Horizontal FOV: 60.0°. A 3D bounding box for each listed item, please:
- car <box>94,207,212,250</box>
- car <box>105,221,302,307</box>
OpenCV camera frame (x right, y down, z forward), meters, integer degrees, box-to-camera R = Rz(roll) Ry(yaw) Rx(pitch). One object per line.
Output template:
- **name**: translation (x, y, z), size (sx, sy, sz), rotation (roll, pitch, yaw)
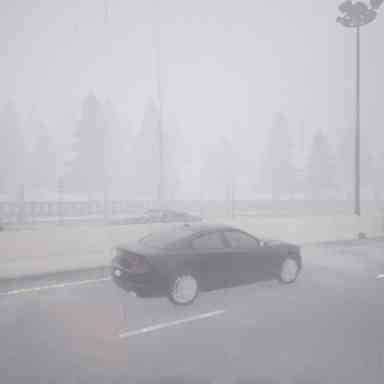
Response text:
- **car**: translation (-1.724, 1.540, 15.192), size (4.902, 1.511, 2.128), rotation (0, 0, -32)
- **car**: translation (0.558, 1.512, 8.113), size (5.008, 1.535, 1.882), rotation (0, 0, -33)
